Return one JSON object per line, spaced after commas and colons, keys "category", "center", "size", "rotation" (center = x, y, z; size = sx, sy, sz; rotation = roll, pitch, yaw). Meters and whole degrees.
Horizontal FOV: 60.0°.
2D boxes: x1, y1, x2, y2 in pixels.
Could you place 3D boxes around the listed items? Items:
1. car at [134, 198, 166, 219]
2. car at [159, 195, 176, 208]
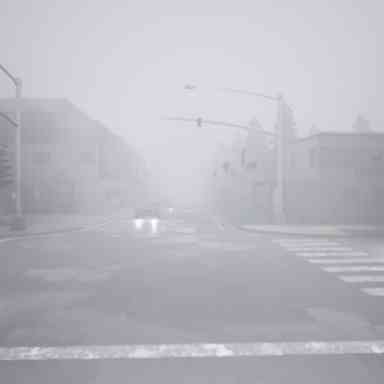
{"category": "car", "center": [-3.603, 1.445, 28.036], "size": [1.994, 1.385, 4.181], "rotation": [0, 1, 0]}
{"category": "car", "center": [-3.590, 1.168, 44.004], "size": [2.097, 1.767, 4.553], "rotation": [0, 0, 0]}
